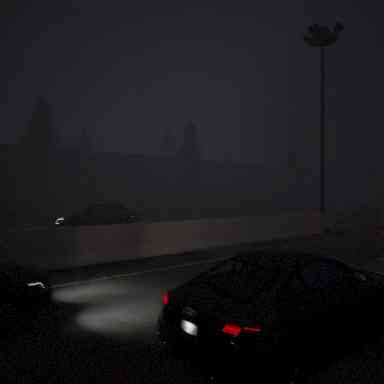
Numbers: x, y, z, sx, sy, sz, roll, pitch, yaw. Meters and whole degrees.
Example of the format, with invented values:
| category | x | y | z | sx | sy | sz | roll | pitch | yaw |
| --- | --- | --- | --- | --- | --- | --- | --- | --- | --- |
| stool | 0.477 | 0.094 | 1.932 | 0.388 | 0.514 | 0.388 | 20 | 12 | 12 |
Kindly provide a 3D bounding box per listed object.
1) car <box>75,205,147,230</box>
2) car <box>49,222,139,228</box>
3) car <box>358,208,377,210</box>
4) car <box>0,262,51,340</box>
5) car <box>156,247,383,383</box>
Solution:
| category | x | y | z | sx | sy | sz | roll | pitch | yaw |
| --- | --- | --- | --- | --- | --- | --- | --- | --- | --- |
| car | -5.362 | 1.626 | 22.201 | 4.181 | 1.385 | 1.994 | 0 | 0 | -39 |
| car | -5.382 | 1.396 | 17.684 | 4.553 | 1.767 | 2.097 | 0 | 0 | -39 |
| car | 25.449 | 1.844 | 47.436 | 5.357 | 1.411 | 2.033 | 0 | 0 | -39 |
| car | -4.597 | 1.524 | 4.890 | 4.674 | 1.442 | 1.812 | 0 | 0 | -36 |
| car | 1.549 | 1.590 | 5.178 | 4.181 | 1.385 | 1.994 | 0 | 0 | -38 |
